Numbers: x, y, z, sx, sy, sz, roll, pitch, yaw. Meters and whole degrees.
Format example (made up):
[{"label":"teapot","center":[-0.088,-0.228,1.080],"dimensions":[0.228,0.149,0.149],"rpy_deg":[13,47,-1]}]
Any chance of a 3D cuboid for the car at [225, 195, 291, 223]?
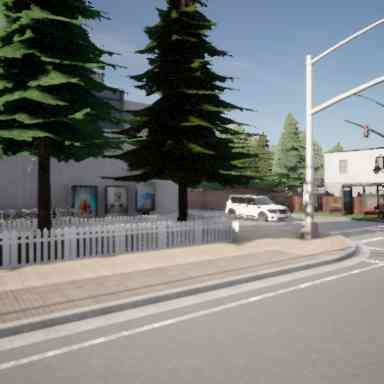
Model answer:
[{"label":"car","center":[4.870,1.270,25.476],"dimensions":[2.150,2.045,5.566],"rpy_deg":[0,1,-34]}]
